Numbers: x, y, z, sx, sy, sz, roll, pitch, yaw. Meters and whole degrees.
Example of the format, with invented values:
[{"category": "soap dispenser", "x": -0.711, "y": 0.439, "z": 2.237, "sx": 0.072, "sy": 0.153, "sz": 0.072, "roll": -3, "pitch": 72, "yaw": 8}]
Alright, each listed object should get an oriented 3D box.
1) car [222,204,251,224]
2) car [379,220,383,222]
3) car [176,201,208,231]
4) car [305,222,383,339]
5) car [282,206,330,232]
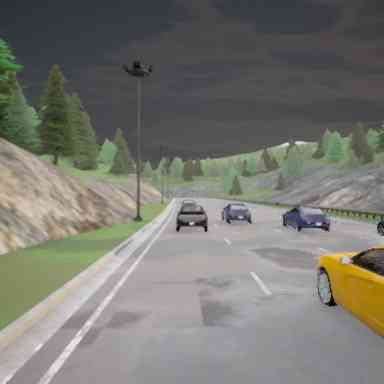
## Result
[{"category": "car", "x": 3.441, "y": 1.631, "z": 25.999, "sx": 1.812, "sy": 1.442, "sz": 4.674, "roll": 0, "pitch": 0, "yaw": -1}, {"category": "car", "x": 10.524, "y": 1.582, "z": 15.379, "sx": 1.812, "sy": 1.442, "sz": 4.674, "roll": 0, "pitch": 0, "yaw": 0}, {"category": "car", "x": -0.011, "y": 1.581, "z": 21.293, "sx": 2.128, "sy": 1.511, "sz": 4.902, "roll": 0, "pitch": 0, "yaw": 0}, {"category": "car", "x": 3.567, "y": 1.497, "z": 5.035, "sx": 1.882, "sy": 1.535, "sz": 5.008, "roll": 0, "pitch": 0, "yaw": 0}, {"category": "car", "x": 6.994, "y": 1.607, "z": 20.690, "sx": 1.812, "sy": 1.442, "sz": 4.674, "roll": 0, "pitch": 0, "yaw": 0}]
